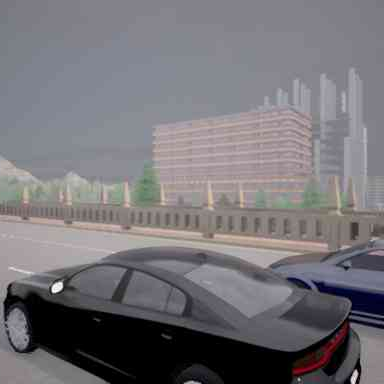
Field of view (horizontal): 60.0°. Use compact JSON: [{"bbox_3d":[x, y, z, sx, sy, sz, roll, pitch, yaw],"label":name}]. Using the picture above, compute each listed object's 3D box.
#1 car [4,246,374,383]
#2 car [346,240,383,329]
[{"bbox_3d":[-0.565,1.481,4.425,5.008,1.535,1.882,0,0,35],"label":"car"},{"bbox_3d":[3.372,1.570,5.930,4.181,1.385,1.994,0,0,35],"label":"car"}]
